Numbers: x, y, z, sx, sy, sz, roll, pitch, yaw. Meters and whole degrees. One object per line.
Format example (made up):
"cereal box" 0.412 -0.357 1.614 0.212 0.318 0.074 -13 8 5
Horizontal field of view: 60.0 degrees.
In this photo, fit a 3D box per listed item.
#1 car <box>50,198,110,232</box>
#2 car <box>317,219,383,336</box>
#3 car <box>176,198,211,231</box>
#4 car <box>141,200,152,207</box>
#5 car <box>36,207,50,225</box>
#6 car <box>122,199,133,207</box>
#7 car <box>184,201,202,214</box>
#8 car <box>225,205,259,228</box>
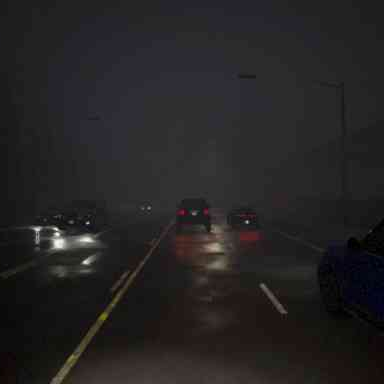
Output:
"car" -7.099 1.433 22.324 2.150 2.045 5.566 0 -1 0
"car" 3.601 1.264 4.383 2.150 2.045 5.566 0 -1 0
"car" 0.097 1.431 22.436 2.150 2.045 5.566 0 -1 -1
"car" -8.842 2.263 64.001 1.994 1.385 4.181 0 -2 -9
"car" -10.595 1.776 26.388 1.812 1.442 4.674 0 -1 0
"car" -12.994 2.144 66.948 2.097 1.767 4.553 0 -2 -12
"car" 0.094 1.877 40.958 2.128 1.511 4.902 0 -1 0
"car" 3.601 1.733 24.144 1.837 1.490 4.892 0 -1 0
